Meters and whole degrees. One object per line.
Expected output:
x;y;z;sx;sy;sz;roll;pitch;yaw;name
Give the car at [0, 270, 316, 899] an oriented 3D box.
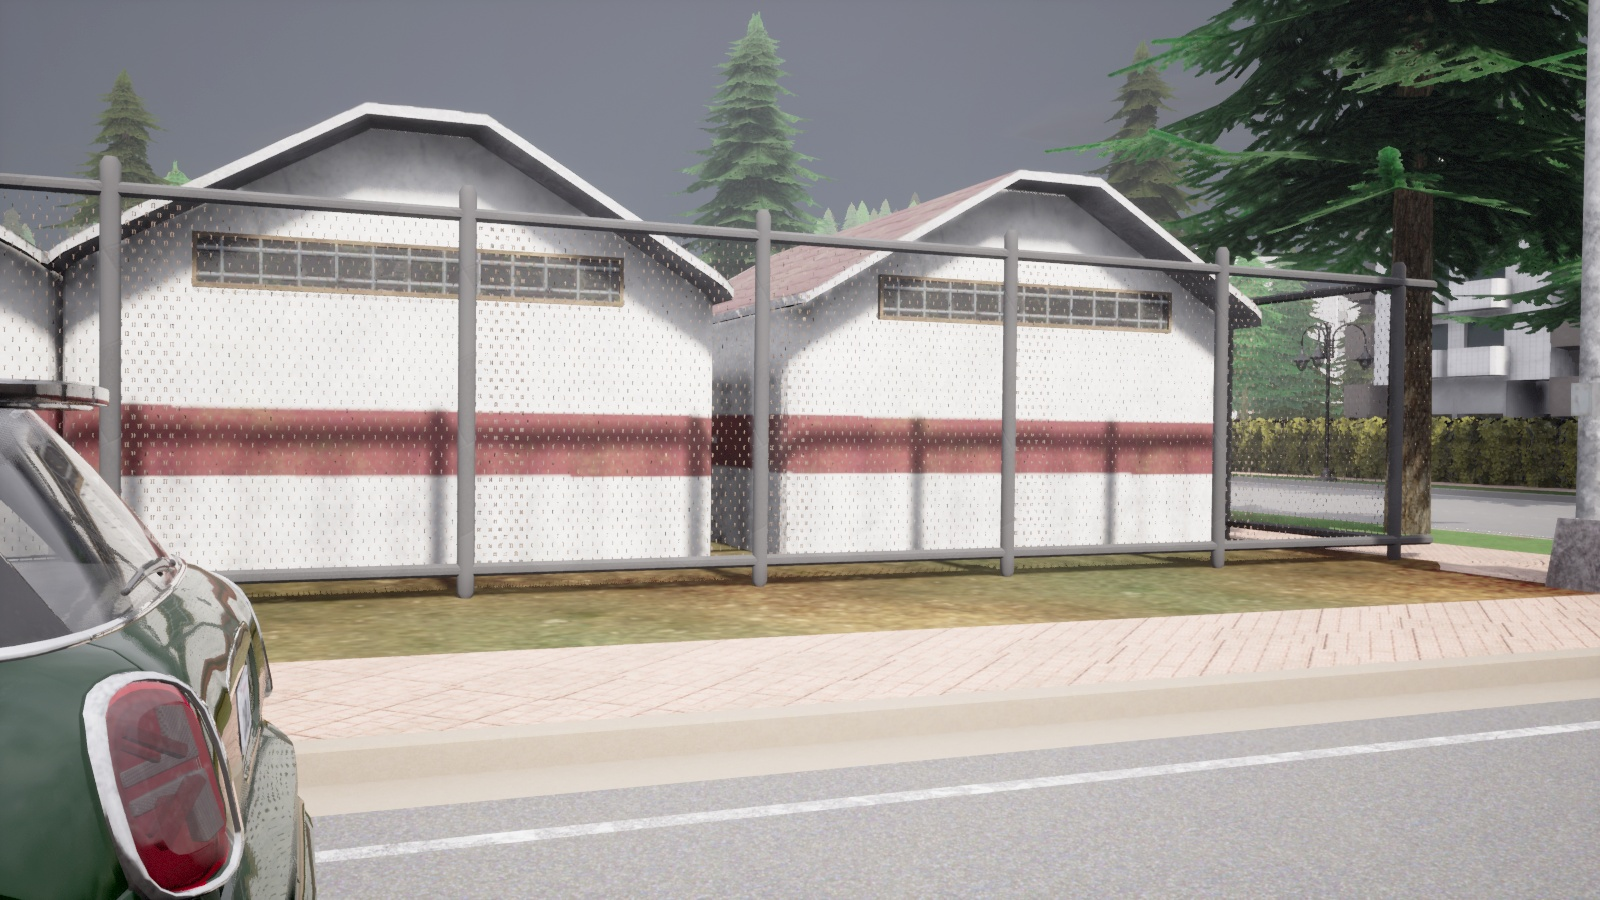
-3.231;0.659;2.011;4.553;1.767;2.097;-1;1;-21;car
